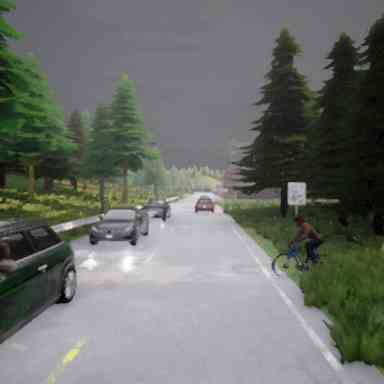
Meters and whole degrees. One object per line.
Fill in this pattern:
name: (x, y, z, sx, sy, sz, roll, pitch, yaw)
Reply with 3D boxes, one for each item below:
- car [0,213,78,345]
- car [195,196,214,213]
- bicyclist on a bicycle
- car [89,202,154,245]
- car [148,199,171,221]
car: (-3.466, 1.293, 4.967, 2.097, 1.767, 4.553, 1, 0, 2)
car: (1.334, 1.378, 34.689, 1.994, 1.385, 4.181, 1, 0, 3)
bicyclist on a bicycle: (2.886, 1.451, 8.514, 1.656, 1.620, 0.582, 1, 0, 2)
car: (-3.078, 1.413, 14.969, 1.812, 1.442, 4.674, 1, 0, 2)
car: (-2.669, 1.323, 25.352, 2.128, 1.511, 4.902, 1, 0, 2)
